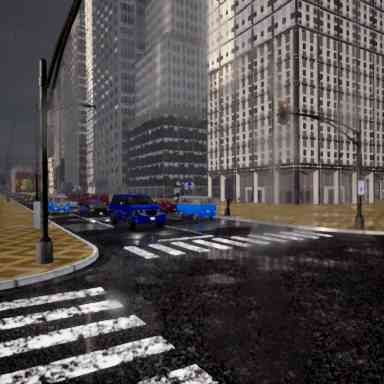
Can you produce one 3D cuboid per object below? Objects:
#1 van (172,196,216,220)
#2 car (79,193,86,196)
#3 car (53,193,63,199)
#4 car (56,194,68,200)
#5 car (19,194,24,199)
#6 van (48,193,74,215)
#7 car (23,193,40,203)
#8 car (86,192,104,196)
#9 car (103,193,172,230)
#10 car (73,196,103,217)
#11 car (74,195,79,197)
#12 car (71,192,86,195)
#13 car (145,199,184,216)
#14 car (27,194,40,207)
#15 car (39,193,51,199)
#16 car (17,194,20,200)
[{"bbox_3d":[0.253,1.202,26.306,1.690,1.788,3.998,0,0,-31],"label":"van"},{"bbox_3d":[-16.752,1.248,54.858,1.887,1.381,4.507,0,0,-31],"label":"car"},{"bbox_3d":[-33.748,1.066,83.617,1.752,1.417,4.829,0,0,-31],"label":"car"},{"bbox_3d":[-30.843,1.119,78.702,2.008,1.369,4.403,0,0,-31],"label":"car"},{"bbox_3d":[-29.602,1.299,60.132,1.802,1.307,4.206,0,0,-31],"label":"car"},{"bbox_3d":[-12.693,1.218,31.519,1.690,1.788,3.998,0,0,-31],"label":"van"},{"bbox_3d":[-23.966,1.322,50.594,2.008,1.369,4.403,0,0,-31],"label":"car"},{"bbox_3d":[-13.934,1.045,50.088,2.192,1.841,5.009,0,0,-31],"label":"car"},{"bbox_3d":[-3.648,1.141,21.291,2.150,2.045,5.566,-1,1,-31],"label":"car"},{"bbox_3d":[-9.036,1.417,30.415,2.033,1.411,5.357,-1,1,-31],"label":"car"},{"bbox_3d":[-15.776,1.407,41.865,1.895,1.301,4.718,-1,1,-30],"label":"car"},{"bbox_3d":[-19.571,0.992,59.626,2.192,1.841,5.009,0,0,-31],"label":"car"},{"bbox_3d":[-2.642,1.380,31.029,1.887,1.381,4.507,0,0,-31],"label":"car"},{"bbox_3d":[-21.148,1.364,45.826,1.947,1.339,4.313,0,0,-31],"label":"car"},{"bbox_3d":[-37.387,1.068,84.481,2.128,1.511,4.902,-1,1,-31],"label":"car"},{"bbox_3d":[-40.876,1.191,79.207,1.802,1.307,4.206,0,0,-31],"label":"car"}]
